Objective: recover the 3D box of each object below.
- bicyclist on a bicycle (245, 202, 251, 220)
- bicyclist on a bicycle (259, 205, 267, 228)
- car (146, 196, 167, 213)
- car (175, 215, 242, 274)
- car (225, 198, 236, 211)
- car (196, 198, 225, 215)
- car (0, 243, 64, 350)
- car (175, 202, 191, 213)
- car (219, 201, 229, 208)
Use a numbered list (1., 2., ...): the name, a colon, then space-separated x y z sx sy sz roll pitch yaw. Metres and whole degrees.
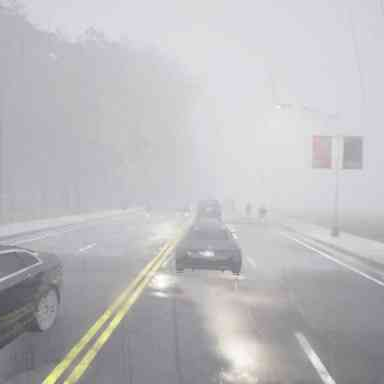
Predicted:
1. bicyclist on a bicycle: 5.812 1.958 34.478 0.659 1.776 1.843 2 0 3
2. bicyclist on a bicycle: 5.337 1.832 25.292 0.659 1.776 1.843 2 0 3
3. car: -4.490 1.608 43.021 2.150 2.045 5.566 2 -1 3
4. car: 0.556 1.715 11.220 1.994 1.385 4.181 2 -1 3
5. car: 6.162 2.105 56.456 2.150 2.045 5.566 2 0 3
6. car: 1.523 1.622 29.688 2.150 2.045 5.566 2 -1 3
7. car: -3.268 1.443 4.000 2.128 1.511 4.902 2 -1 3
8. car: -1.131 2.064 45.249 2.033 1.411 5.357 2 -1 3
9. car: 6.911 2.676 73.108 1.994 1.385 4.181 2 -1 3
